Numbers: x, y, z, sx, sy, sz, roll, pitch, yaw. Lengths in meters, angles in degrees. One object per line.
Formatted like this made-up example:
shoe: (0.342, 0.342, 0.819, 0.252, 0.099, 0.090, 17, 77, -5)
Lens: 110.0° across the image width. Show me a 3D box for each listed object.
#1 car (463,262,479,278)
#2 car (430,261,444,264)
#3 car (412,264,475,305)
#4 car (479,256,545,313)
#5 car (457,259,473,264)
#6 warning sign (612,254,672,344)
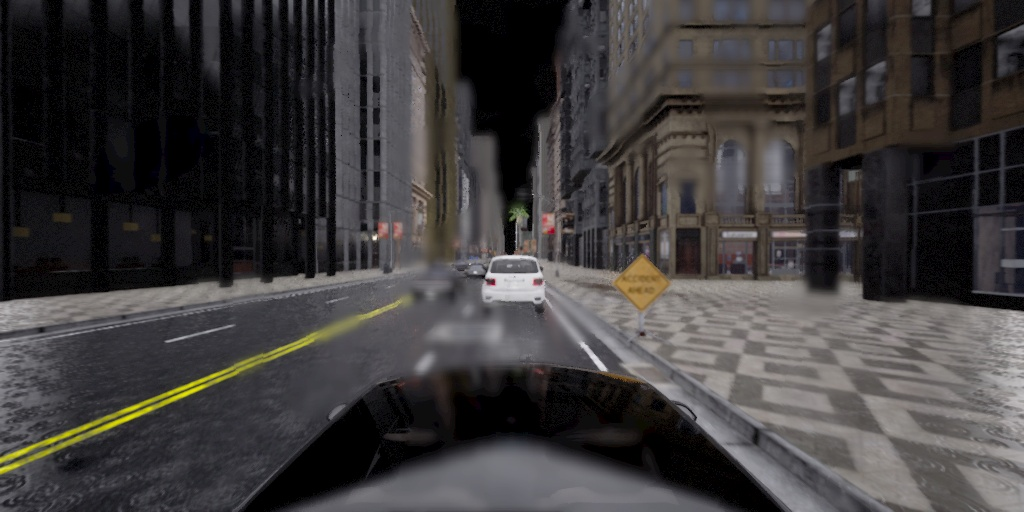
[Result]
car: (-3.154, 1.405, 32.921, 1.994, 1.385, 4.181, 0, 0, 0)
car: (-9.825, 1.384, 46.703, 1.837, 1.490, 4.892, 0, 0, 0)
car: (-3.159, 1.287, 16.411, 2.128, 1.511, 4.902, 0, 0, 0)
car: (0.089, 1.011, 14.349, 2.150, 2.045, 5.566, 0, 0, 0)
car: (-6.578, 1.425, 46.527, 2.033, 1.411, 5.357, 0, 0, 0)
warning sign: (2.850, 0.884, 7.943, 1.300, 1.860, 1.060, 0, 0, 0)
